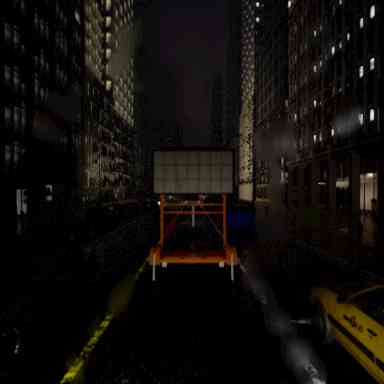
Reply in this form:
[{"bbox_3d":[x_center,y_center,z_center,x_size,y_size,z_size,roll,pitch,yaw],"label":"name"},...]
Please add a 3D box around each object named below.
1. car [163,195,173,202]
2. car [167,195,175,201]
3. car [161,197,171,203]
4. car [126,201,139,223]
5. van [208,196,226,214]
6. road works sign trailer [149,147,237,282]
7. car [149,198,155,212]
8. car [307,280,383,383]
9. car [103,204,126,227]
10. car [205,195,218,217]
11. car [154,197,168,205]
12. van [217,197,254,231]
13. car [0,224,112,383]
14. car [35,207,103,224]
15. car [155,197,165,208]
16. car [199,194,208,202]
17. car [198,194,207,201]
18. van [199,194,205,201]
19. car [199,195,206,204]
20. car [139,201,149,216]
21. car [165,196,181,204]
[{"bbox_3d":[-5.573,1.562,77.301,1.967,1.590,4.097,-1,0,0],"label":"car"},{"bbox_3d":[-5.554,1.664,88.498,1.752,1.417,4.829,-1,0,0],"label":"car"},{"bbox_3d":[-5.581,1.695,71.617,1.802,1.307,4.206,-1,0,0],"label":"car"},{"bbox_3d":[-5.655,1.587,26.148,1.887,1.381,4.507,-1,0,0],"label":"car"},{"bbox_3d":[2.742,1.401,37.502,1.690,1.788,3.998,-1,0,0],"label":"van"},{"bbox_3d":[0.036,0.480,9.829,2.380,3.560,2.880,0,0,0],"label":"road works sign trailer"},{"bbox_3d":[-5.636,1.642,37.515,1.802,1.307,4.206,-1,0,0],"label":"car"},{"bbox_3d":[2.689,1.531,3.570,1.752,1.417,4.829,-1,0,0],"label":"car"},{"bbox_3d":[-5.664,1.599,20.464,1.947,1.339,4.313,-1,0,0],"label":"car"},{"bbox_3d":[2.732,1.366,31.819,2.192,1.841,5.009,-1,0,0],"label":"car"},{"bbox_3d":[-5.600,1.646,60.250,2.008,1.369,4.403,-1,0,0],"label":"car"},{"bbox_3d":[2.714,1.374,20.451,1.690,1.788,3.998,-1,0,0],"label":"van"},{"bbox_3d":[-3.090,1.556,5.648,2.033,1.411,5.357,0,0,0],"label":"car"},{"bbox_3d":[-5.673,1.574,14.781,2.008,1.369,4.403,-1,0,0],"label":"car"},{"bbox_3d":[-5.618,1.629,48.883,2.008,1.369,4.403,-1,0,0],"label":"car"},{"bbox_3d":[2.815,1.445,82.971,2.192,1.841,5.009,-1,0,0],"label":"car"},{"bbox_3d":[2.824,1.454,88.656,2.192,1.841,5.009,-1,0,0],"label":"car"},{"bbox_3d":[2.834,1.488,94.339,1.690,1.788,3.998,-1,0,0],"label":"van"},{"bbox_3d":[2.781,1.646,60.236,2.008,1.369,4.403,-1,0,0],"label":"car"},{"bbox_3d":[-5.646,1.602,31.832,2.008,1.369,4.403,-1,0,0],"label":"car"},{"bbox_3d":[-2.931,1.582,56.224,2.128,1.511,4.902,0,0,1],"label":"car"}]
